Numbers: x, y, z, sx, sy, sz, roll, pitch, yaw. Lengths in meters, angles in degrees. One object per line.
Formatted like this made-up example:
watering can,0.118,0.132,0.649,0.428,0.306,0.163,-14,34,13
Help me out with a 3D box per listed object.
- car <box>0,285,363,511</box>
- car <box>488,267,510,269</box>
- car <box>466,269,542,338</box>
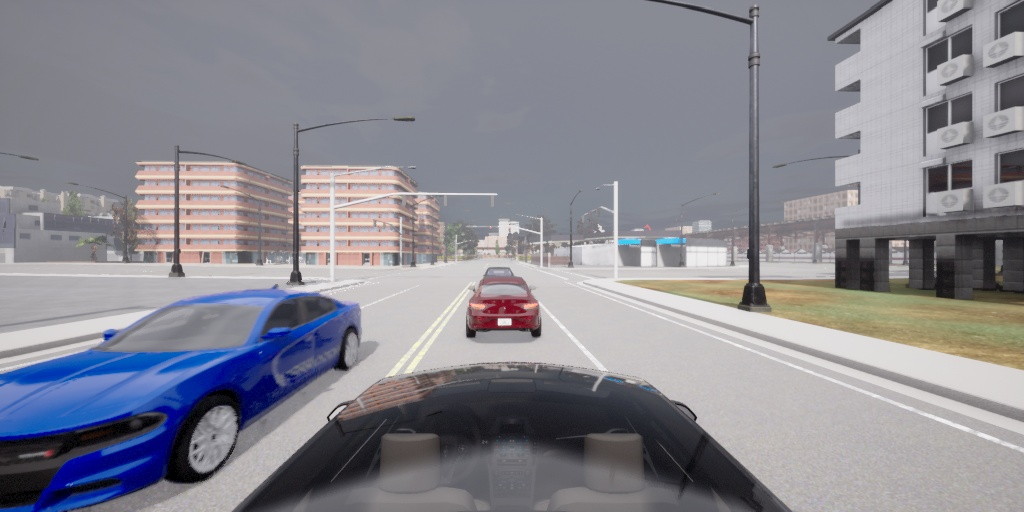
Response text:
car,-3.694,1.227,4.823,1.882,1.535,5.008,0,0,-3
car,-0.720,1.297,19.706,2.033,1.411,5.357,0,0,-3
car,-0.265,1.276,10.132,1.812,1.442,4.674,0,0,-3
